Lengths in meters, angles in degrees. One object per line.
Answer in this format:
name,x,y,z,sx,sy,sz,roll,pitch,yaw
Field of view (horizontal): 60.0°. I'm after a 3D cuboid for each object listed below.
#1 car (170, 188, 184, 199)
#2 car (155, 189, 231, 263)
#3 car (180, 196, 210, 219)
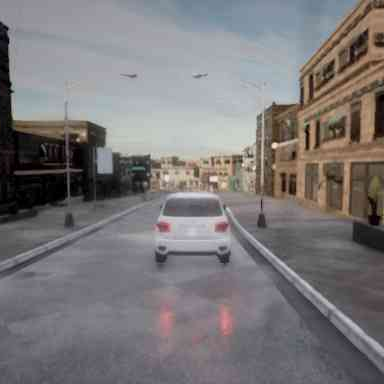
car,-2.570,0.232,57.536,2.097,1.767,4.553,0,1,1
car,0.048,1.029,11.355,2.150,2.045,5.566,0,1,1
car,0.359,1.077,25.285,2.033,1.411,5.357,0,1,3
